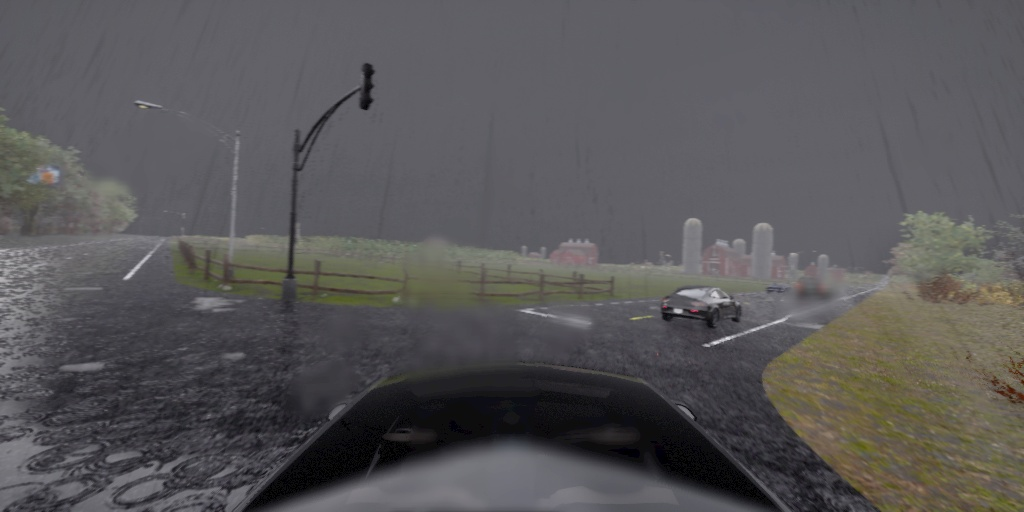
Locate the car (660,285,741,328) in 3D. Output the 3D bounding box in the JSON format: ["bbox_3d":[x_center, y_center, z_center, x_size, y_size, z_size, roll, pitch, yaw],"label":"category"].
[{"bbox_3d":[7.527,1.884,14.214,4.674,1.442,1.812,4,-1,-43],"label":"car"}]

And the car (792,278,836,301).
[{"bbox_3d":[29.816,3.207,35.319,5.566,2.045,2.150,4,-1,-43],"label":"car"}]

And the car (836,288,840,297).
[{"bbox_3d":[37.546,4.100,42.718,5.357,1.411,2.033,4,-1,-43],"label":"car"}]

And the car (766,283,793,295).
[{"bbox_3d":[30.585,3.726,40.938,4.718,1.301,1.895,4,-1,-43],"label":"car"}]
